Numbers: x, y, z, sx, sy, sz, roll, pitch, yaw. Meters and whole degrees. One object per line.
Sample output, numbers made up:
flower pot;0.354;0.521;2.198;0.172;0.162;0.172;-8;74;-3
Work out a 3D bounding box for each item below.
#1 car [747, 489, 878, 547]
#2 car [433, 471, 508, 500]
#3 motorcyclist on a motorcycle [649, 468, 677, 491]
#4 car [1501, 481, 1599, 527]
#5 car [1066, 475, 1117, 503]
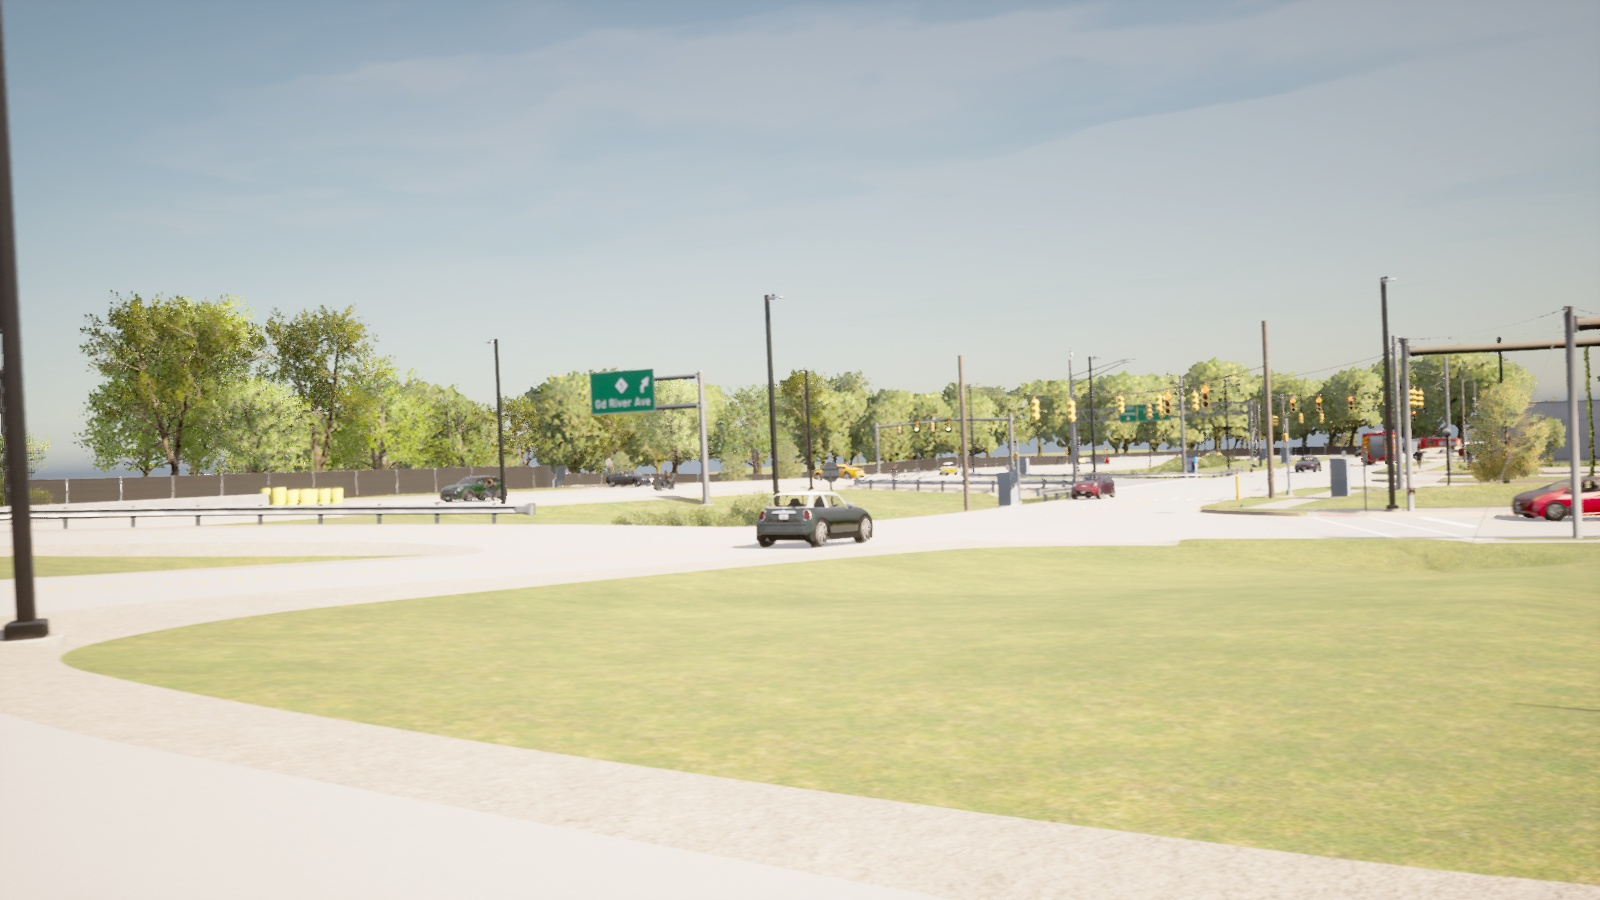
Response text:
car;0.407;1.837;34.544;1.970;1.475;3.806;-2;-2;30
car;-21.604;2.327;82.557;2.097;1.767;4.553;-2;-1;31
motorcyclist on a motorcycle;-10.281;2.209;94.463;0.766;1.649;2.350;-2;0;31
car;27.787;1.893;44.717;4.514;1.525;2.007;0;1;5
car;16.734;2.203;72.021;1.845;1.501;3.633;-2;-1;31
